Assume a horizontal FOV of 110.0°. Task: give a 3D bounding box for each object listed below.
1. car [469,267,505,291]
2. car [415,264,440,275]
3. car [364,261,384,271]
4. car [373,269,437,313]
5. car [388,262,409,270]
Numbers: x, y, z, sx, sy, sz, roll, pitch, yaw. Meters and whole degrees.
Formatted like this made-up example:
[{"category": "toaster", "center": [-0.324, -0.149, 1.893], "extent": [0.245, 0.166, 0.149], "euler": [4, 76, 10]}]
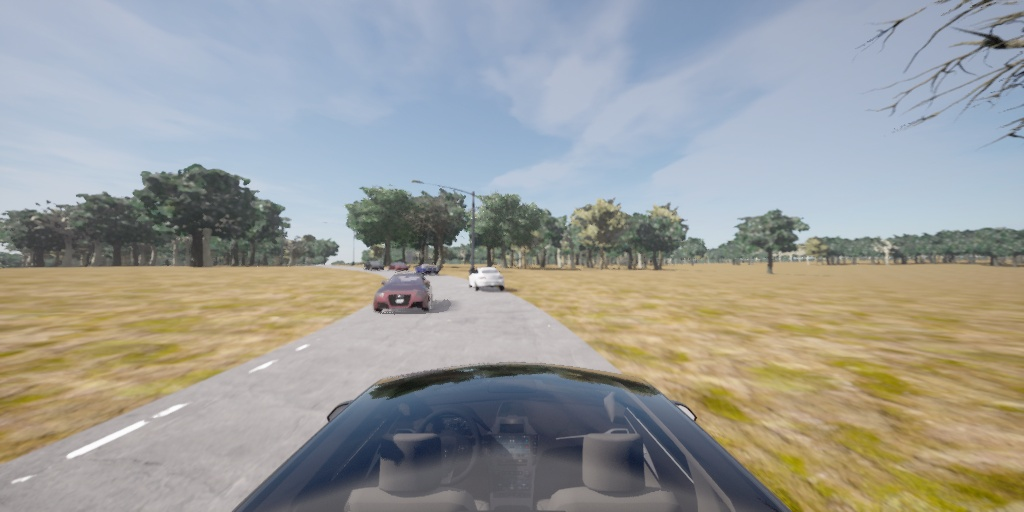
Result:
[{"category": "car", "center": [-1.718, 1.460, 23.648], "extent": [1.812, 1.442, 4.674], "euler": [0, 0, -14]}, {"category": "car", "center": [-10.376, 1.641, 43.647], "extent": [1.895, 1.301, 4.718], "euler": [1, 0, -30]}, {"category": "car", "center": [-20.617, 1.467, 53.664], "extent": [1.882, 1.535, 5.008], "euler": [1, -1, -36]}, {"category": "car", "center": [-4.324, 1.435, 14.778], "extent": [1.994, 1.385, 4.181], "euler": [0, 0, -9]}, {"category": "car", "center": [-17.475, 1.612, 54.995], "extent": [1.994, 1.385, 4.181], "euler": [1, -1, -39]}]
